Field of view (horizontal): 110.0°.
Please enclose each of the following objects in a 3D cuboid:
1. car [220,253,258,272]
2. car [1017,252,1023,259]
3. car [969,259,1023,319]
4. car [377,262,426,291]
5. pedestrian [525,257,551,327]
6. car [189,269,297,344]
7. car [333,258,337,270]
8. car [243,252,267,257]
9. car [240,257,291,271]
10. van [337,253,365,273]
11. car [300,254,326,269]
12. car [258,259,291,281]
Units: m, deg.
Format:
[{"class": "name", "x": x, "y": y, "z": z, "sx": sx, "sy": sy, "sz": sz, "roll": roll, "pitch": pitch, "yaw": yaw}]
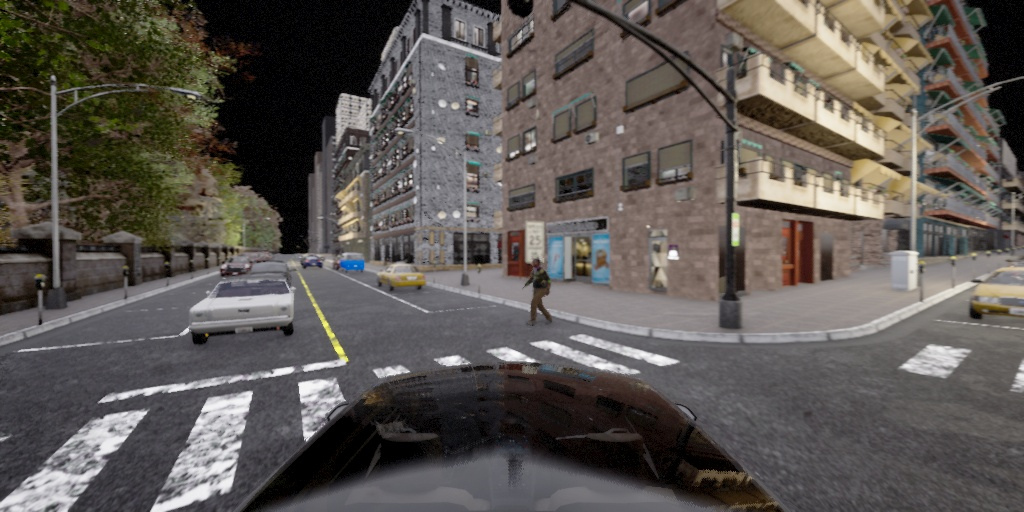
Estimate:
[{"class": "car", "x": -21.867, "y": 0.779, "z": 28.664, "sx": 1.967, "sy": 1.591, "sz": 4.097, "roll": 0, "pitch": 0, "yaw": -32}, {"class": "car", "x": 23.199, "y": 0.497, "z": 15.637, "sx": 4.097, "sy": 1.591, "sz": 1.967, "roll": 0, "pitch": 0, "yaw": -33}, {"class": "car", "x": 13.568, "y": 0.875, "z": 9.441, "sx": 4.829, "sy": 1.417, "sz": 1.751, "roll": 0, "pitch": 0, "yaw": -33}, {"class": "car", "x": -6.032, "y": 0.998, "z": 19.185, "sx": 1.751, "sy": 1.417, "sz": 4.829, "roll": 0, "pitch": 0, "yaw": -32}, {"class": "pedestrian", "x": 0.677, "y": 0.907, "z": 9.321, "sx": 0.375, "sy": 1.860, "sz": 0.375, "roll": 0, "pitch": 0, "yaw": -32}, {"class": "car", "x": -6.775, "y": 1.216, "z": 9.406, "sx": 1.895, "sy": 1.301, "sz": 4.718, "roll": -1, "pitch": 1, "yaw": -31}, {"class": "car", "x": -17.711, "y": 0.644, "z": 37.810, "sx": 1.967, "sy": 1.591, "sz": 4.097, "roll": 0, "pitch": 0, "yaw": -32}, {"class": "car", "x": -27.753, "y": 0.522, "z": 38.048, "sx": 2.192, "sy": 1.841, "sz": 5.009, "roll": 0, "pitch": 0, "yaw": -32}, {"class": "car", "x": -12.059, "y": 0.997, "z": 17.893, "sx": 1.837, "sy": 1.490, "sz": 4.892, "roll": -1, "pitch": 1, "yaw": -32}, {"class": "van", "x": -14.769, "y": 0.612, "z": 33.118, "sx": 1.690, "sy": 1.789, "sz": 3.998, "roll": 0, "pitch": 0, "yaw": -32}, {"class": "car", "x": -22.837, "y": 0.686, "z": 41.098, "sx": 1.812, "sy": 1.442, "sz": 4.674, "roll": -1, "pitch": 1, "yaw": -32}, {"class": "car", "x": -17.503, "y": 0.969, "z": 26.584, "sx": 1.895, "sy": 1.301, "sz": 4.718, "roll": -1, "pitch": 1, "yaw": -32}]
